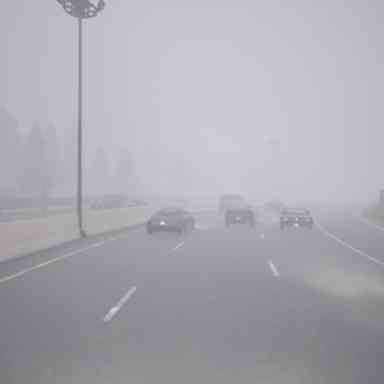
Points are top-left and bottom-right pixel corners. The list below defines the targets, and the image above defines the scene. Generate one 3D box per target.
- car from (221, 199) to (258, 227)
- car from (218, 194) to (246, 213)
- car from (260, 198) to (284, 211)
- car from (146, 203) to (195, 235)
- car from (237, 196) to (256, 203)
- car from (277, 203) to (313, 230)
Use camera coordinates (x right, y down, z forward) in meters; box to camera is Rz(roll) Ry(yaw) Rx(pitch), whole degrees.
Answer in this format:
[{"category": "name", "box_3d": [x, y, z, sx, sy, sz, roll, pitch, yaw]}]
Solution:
[{"category": "car", "box_3d": [3.523, 1.496, 23.218, 1.882, 1.535, 5.008, 0, 0, 15]}, {"category": "car", "box_3d": [4.636, 1.247, 36.914, 2.150, 2.045, 5.566, 0, 0, 23]}, {"category": "car", "box_3d": [9.864, 1.569, 39.788, 1.812, 1.442, 4.674, 0, 0, 26]}, {"category": "car", "box_3d": [-1.093, 1.566, 18.991, 1.994, 1.385, 4.181, 0, 0, 12]}, {"category": "car", "box_3d": [12.205, 1.635, 73.823, 1.895, 1.301, 4.718, 0, 0, 41]}, {"category": "car", "box_3d": [6.636, 1.628, 21.484, 1.895, 1.301, 4.718, 0, 0, 15]}]
